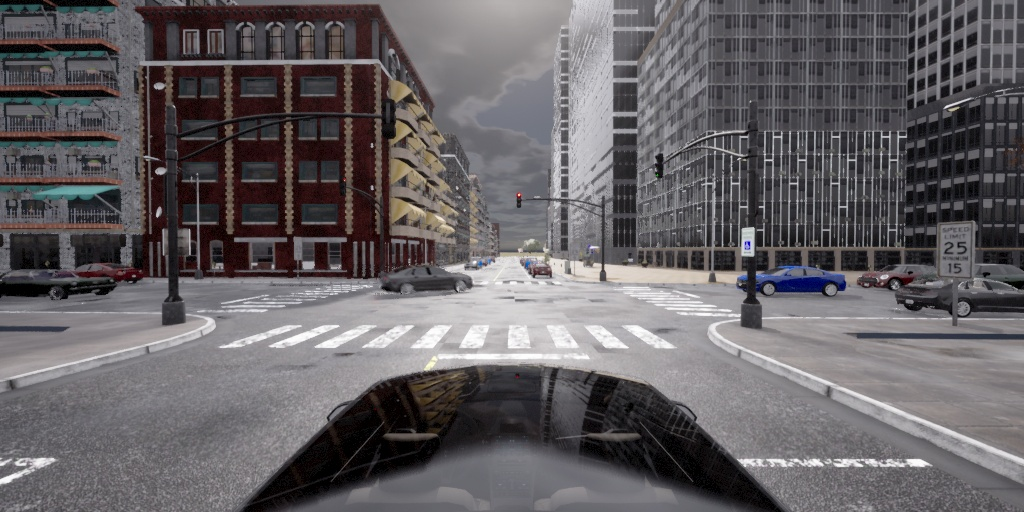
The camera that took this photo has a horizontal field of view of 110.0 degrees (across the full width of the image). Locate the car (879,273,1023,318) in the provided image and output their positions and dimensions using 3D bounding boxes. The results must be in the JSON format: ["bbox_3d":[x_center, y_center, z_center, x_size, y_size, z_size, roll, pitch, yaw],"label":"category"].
[{"bbox_3d":[16.741,1.445,13.100,4.403,1.370,2.007,0,0,1],"label":"car"}]

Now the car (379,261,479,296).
[{"bbox_3d":[-4.488,1.248,19.135,4.892,1.490,1.837,0,2,-33],"label":"car"}]

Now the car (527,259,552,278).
[{"bbox_3d":[2.731,1.270,33.440,1.888,1.381,4.507,0,0,0],"label":"car"}]

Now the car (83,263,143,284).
[{"bbox_3d":[-25.809,1.109,22.396,4.507,1.381,1.888,0,0,1],"label":"car"}]

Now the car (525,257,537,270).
[{"bbox_3d":[2.744,1.157,39.086,1.967,1.591,4.097,0,0,0],"label":"car"}]

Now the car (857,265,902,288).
[{"bbox_3d":[23.420,1.229,21.632,4.097,1.591,1.967,0,0,1],"label":"car"}]

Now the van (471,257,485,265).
[{"bbox_3d":[-5.565,1.033,56.010,1.690,1.789,3.998,0,0,0],"label":"van"}]

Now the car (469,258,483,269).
[{"bbox_3d":[-5.578,1.267,50.364,1.948,1.339,4.313,0,0,0],"label":"car"}]

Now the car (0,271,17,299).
[{"bbox_3d":[-22.596,1.259,13.732,4.507,1.381,1.888,0,0,1],"label":"car"}]

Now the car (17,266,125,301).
[{"bbox_3d":[-21.236,1.278,16.421,4.718,1.301,1.895,0,1,1],"label":"car"}]

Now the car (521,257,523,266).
[{"bbox_3d":[2.783,1.237,56.024,1.888,1.381,4.507,0,0,0],"label":"car"}]

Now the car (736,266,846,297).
[{"bbox_3d":[14.686,1.269,19.046,5.008,1.535,1.882,0,1,2],"label":"car"}]

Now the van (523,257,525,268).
[{"bbox_3d":[2.770,1.042,50.378,1.690,1.789,3.998,0,0,0],"label":"van"}]

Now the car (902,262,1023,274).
[{"bbox_3d":[24.146,1.188,18.886,4.553,1.767,2.097,0,1,1],"label":"car"}]
